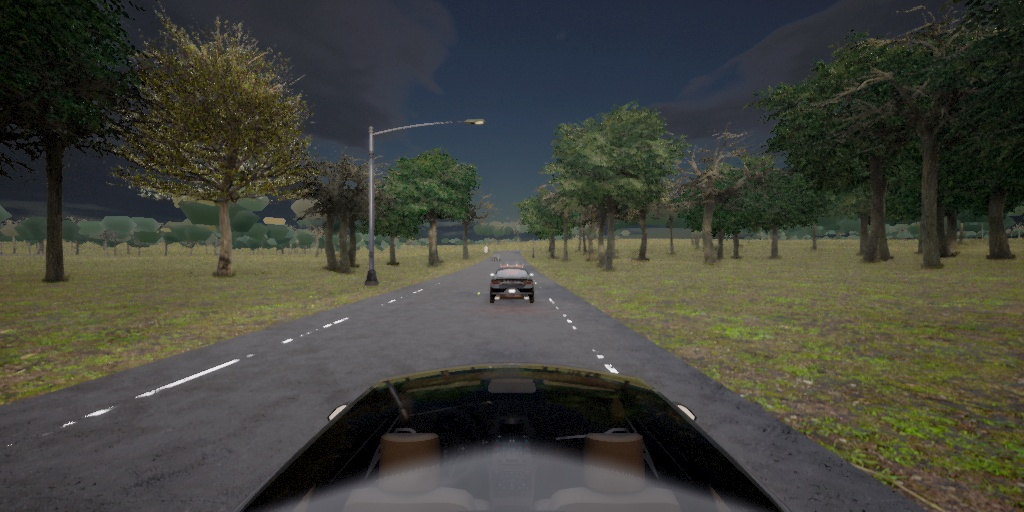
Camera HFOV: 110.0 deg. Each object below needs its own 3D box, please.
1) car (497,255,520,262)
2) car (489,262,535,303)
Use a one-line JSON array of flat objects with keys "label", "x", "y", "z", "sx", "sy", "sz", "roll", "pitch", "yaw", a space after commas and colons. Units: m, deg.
[{"label": "car", "x": 0.000, "y": 1.075, "z": 31.472, "sx": 2.097, "sy": 1.767, "sz": 4.553, "roll": 0, "pitch": 0, "yaw": 0}, {"label": "car", "x": 0.000, "y": 1.218, "z": 16.501, "sx": 1.882, "sy": 1.535, "sz": 5.008, "roll": 0, "pitch": 0, "yaw": 0}]
